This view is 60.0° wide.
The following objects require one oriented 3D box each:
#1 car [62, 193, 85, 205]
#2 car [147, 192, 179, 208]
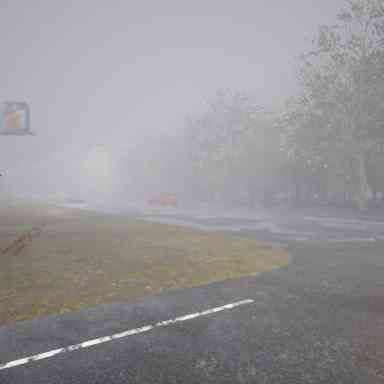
[{"bbox_3d":[-18.527,1.211,52.933,2.033,1.411,5.357,0,0,-34],"label":"car"},{"bbox_3d":[-3.909,0.988,44.037,2.150,2.045,5.566,0,0,-34],"label":"car"}]
